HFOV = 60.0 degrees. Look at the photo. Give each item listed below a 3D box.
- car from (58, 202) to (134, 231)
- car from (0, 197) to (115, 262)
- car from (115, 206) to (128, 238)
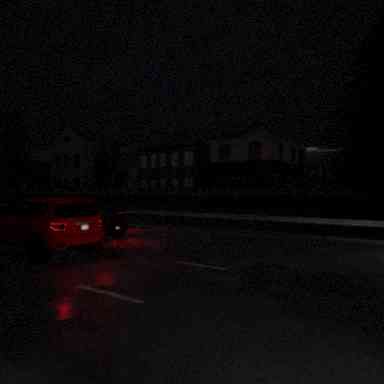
[{"bbox_3d":[-6.239,1.466,21.339,4.902,1.511,2.128,0,0,36],"label":"car"},{"bbox_3d":[-5.644,1.208,12.312,5.566,2.045,2.150,1,0,36],"label":"car"},{"bbox_3d":[-5.361,1.458,16.410,5.008,1.535,1.882,0,0,36],"label":"car"}]
